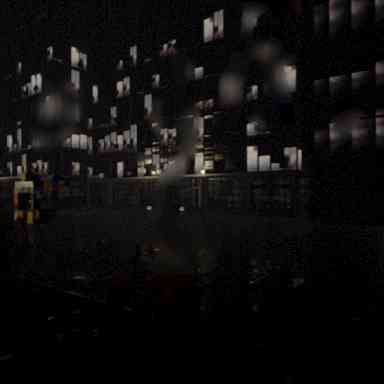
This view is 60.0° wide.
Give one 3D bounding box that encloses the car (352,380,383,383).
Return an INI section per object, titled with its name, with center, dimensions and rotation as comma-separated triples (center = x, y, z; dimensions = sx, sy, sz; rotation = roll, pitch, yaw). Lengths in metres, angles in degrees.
[car]
center = 2.444, 1.575, 1.117
dimensions = 4.206, 1.307, 1.802
rotation = 0, 0, 36
